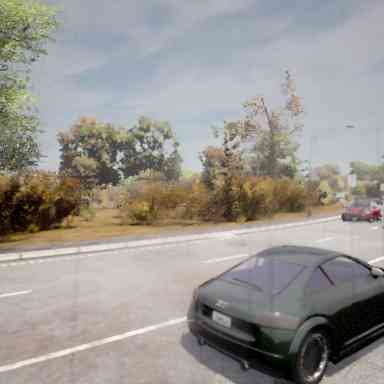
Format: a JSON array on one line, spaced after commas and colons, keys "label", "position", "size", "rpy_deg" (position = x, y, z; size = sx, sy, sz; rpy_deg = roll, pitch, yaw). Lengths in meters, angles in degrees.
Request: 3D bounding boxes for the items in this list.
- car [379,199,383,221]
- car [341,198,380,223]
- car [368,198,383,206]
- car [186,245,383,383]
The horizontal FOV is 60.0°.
[{"label": "car", "position": [14.338, 1.450, 22.099], "size": [2.097, 1.767, 4.553], "rpy_deg": [0, 0, 41]}, {"label": "car", "position": [13.545, 1.463, 26.502], "size": [2.097, 1.767, 4.553], "rpy_deg": [0, 0, 40]}, {"label": "car", "position": [33.896, 1.770, 61.353], "size": [1.994, 1.385, 4.181], "rpy_deg": [0, 0, 20]}, {"label": "car", "position": [1.970, 1.591, 5.454], "size": [4.181, 1.385, 1.994], "rpy_deg": [0, 0, -37]}]
